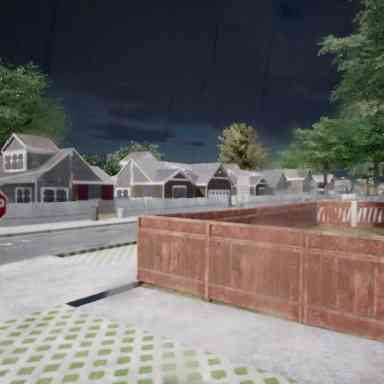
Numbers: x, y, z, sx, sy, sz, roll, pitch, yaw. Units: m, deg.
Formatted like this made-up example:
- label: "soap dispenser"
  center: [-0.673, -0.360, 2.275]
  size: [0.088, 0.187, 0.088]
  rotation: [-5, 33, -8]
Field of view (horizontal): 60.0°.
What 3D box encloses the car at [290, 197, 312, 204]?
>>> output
- label: "car"
  center: [15.156, 1.404, 46.050]
  size: [1.994, 1.385, 4.181]
  rotation: [0, 0, 36]
